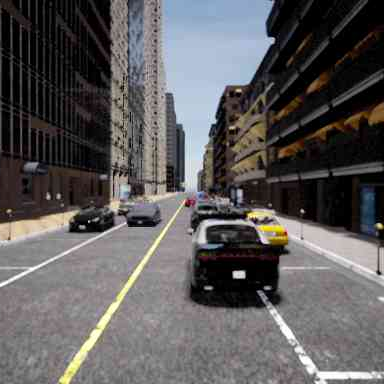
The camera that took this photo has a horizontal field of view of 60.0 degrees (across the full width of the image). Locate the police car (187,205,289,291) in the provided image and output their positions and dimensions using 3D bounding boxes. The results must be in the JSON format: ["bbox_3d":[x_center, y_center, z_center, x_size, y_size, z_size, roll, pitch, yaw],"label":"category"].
[{"bbox_3d":[0.901,1.365,8.958,1.930,1.638,5.238,0,0,0],"label":"police car"}]

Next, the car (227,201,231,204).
[{"bbox_3d":[2.693,1.438,19.435,1.947,1.339,4.313,0,0,0],"label":"car"}]

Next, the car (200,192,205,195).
[{"bbox_3d":[2.694,0.981,53.324,2.192,1.841,5.009,0,0,0],"label":"car"}]

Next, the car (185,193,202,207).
[{"bbox_3d":[0.043,1.275,45.701,1.994,1.385,4.181,0,0,1],"label":"car"}]

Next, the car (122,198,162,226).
[{"bbox_3d":[-3.099,1.401,22.455,2.033,1.411,5.357,0,0,0],"label":"car"}]

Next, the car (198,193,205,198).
[{"bbox_3d":[2.696,1.011,92.865,1.947,1.339,4.313,0,0,0],"label":"car"}]

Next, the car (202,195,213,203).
[{"bbox_3d":[2.694,1.215,58.974,1.802,1.307,4.206,0,0,0],"label":"car"}]

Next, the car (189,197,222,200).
[{"bbox_3d":[0.901,1.343,24.849,1.837,1.490,4.892,0,0,0],"label":"car"}]

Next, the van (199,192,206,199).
[{"bbox_3d":[2.695,0.816,87.215,1.690,1.788,3.998,0,0,0],"label":"van"}]

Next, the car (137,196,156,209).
[{"bbox_3d":[-5.687,1.260,41.858,1.752,1.417,4.829,0,0,0],"label":"car"}]

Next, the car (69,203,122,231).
[{"bbox_3d":[-5.688,1.438,19.435,1.947,1.339,4.313,0,0,0],"label":"car"}]

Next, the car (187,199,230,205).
[{"bbox_3d":[0.813,1.382,18.849,1.837,1.490,4.892,0,0,0],"label":"car"}]

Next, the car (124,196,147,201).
[{"bbox_3d":[-5.687,1.352,30.731,2.008,1.369,4.403,0,0,0],"label":"car"}]

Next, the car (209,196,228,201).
[{"bbox_3d":[2.693,1.352,30.732,2.008,1.369,4.403,0,0,0],"label":"car"}]

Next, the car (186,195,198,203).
[{"bbox_3d":[0.004,1.186,60.823,1.994,1.385,4.181,0,0,0],"label":"car"}]

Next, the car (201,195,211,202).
[{"bbox_3d":[2.694,1.181,64.623,1.802,1.307,4.206,0,0,0],"label":"car"}]

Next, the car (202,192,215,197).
[{"bbox_3d":[2.693,1.174,42.027,1.967,1.590,4.097,0,0,0],"label":"car"}]
